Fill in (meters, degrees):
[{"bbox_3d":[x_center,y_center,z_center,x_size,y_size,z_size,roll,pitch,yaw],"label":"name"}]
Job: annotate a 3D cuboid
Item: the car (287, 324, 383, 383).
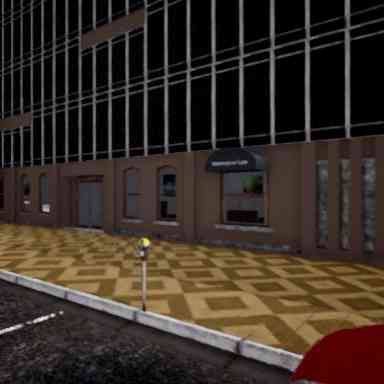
[{"bbox_3d":[2.707,1.320,0.948,5.009,1.841,2.192,0,0,36],"label":"car"}]
